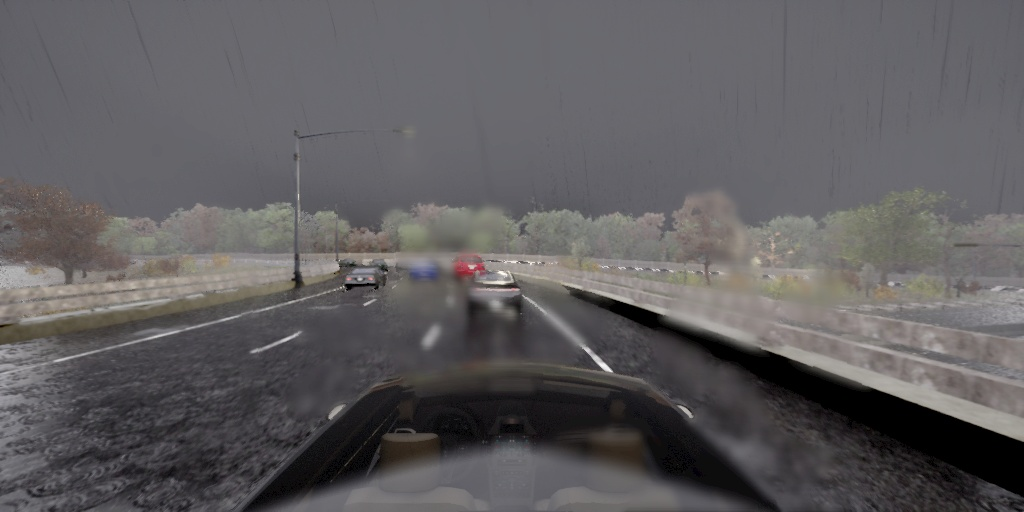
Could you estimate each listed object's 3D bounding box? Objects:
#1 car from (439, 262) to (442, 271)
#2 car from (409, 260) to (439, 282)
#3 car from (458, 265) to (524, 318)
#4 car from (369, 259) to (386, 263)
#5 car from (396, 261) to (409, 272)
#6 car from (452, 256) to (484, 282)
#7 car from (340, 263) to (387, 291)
[{"bbox_3d":[-11.191,1.321,50.222,1.837,1.490,4.892,0,0,-25],"label":"car"},{"bbox_3d":[-7.282,1.270,29.562,1.882,1.535,5.008,0,0,-15],"label":"car"},{"bbox_3d":[-0.724,1.247,13.116,2.128,1.511,4.902,0,0,-6],"label":"car"},{"bbox_3d":[-18.219,1.208,48.640,2.097,1.767,4.553,0,0,-26],"label":"car"},{"bbox_3d":[-14.811,1.400,49.652,1.994,1.385,4.181,0,0,-26],"label":"car"},{"bbox_3d":[-3.624,0.993,29.641,2.150,2.045,5.566,0,0,-15],"label":"car"},{"bbox_3d":[-9.105,1.350,22.634,2.033,1.411,5.357,0,0,-12],"label":"car"}]
